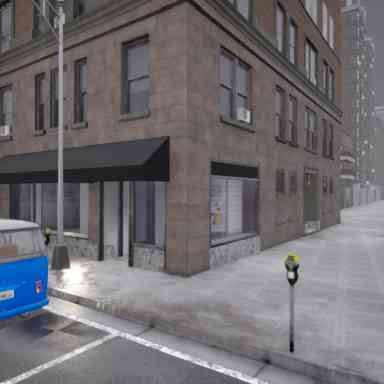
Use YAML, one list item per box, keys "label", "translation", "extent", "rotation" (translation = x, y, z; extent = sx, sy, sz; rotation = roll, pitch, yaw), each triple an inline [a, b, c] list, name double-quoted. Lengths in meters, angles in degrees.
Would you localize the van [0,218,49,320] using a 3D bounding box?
- label: "van"
  translation: [-4.362, 1.340, 6.132]
  extent: [3.998, 1.788, 1.690]
  rotation: [0, 0, 35]
